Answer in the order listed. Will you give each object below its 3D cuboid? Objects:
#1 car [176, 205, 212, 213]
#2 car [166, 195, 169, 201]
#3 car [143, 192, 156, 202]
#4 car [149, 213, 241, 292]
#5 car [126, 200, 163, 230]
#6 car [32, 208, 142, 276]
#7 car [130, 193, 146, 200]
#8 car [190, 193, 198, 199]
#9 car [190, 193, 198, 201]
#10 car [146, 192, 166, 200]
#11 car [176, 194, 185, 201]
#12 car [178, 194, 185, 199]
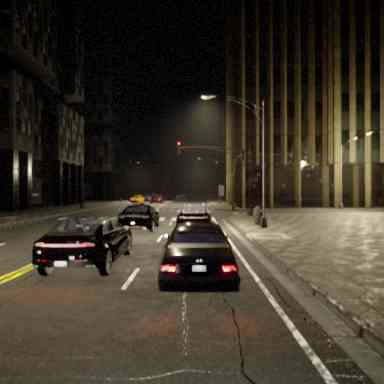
[{"bbox_3d":[0.107,1.468,18.757,2.128,1.511,4.902,0,0,0],"label":"car"},{"bbox_3d":[-6.078,1.340,73.283,1.994,1.385,4.181,0,0,0],"label":"car"},{"bbox_3d":[-9.329,1.011,73.509,2.150,2.045,5.566,0,0,0],"label":"car"},{"bbox_3d":[0.150,1.541,9.012,2.033,1.411,5.357,0,0,0],"label":"car"},{"bbox_3d":[-3.040,1.453,19.665,1.882,1.535,5.008,0,0,0],"label":"car"},{"bbox_3d":[-3.093,1.483,10.289,2.128,1.511,4.902,0,0,0],"label":"car"},{"bbox_3d":[-9.491,1.330,58.032,1.882,1.535,5.008,0,0,1],"label":"car"},{"bbox_3d":[0.506,1.084,87.578,2.128,1.511,4.902,0,0,0],"label":"car"},{"bbox_3d":[0.445,1.262,77.156,1.837,1.490,4.892,0,0,0],"label":"car"},{"bbox_3d":[-6.243,1.204,58.065,2.097,1.767,4.553,0,0,1],"label":"car"},{"bbox_3d":[-2.805,1.287,77.176,2.128,1.511,4.902,0,0,0],"label":"car"},{"bbox_3d":[-2.744,1.154,87.627,1.895,1.301,4.718,0,0,0],"label":"car"}]
